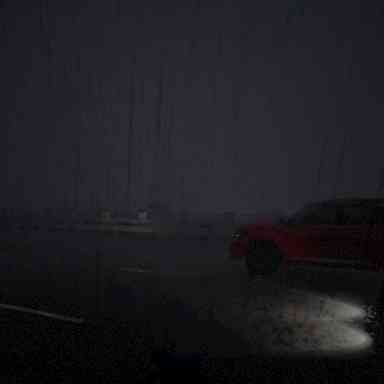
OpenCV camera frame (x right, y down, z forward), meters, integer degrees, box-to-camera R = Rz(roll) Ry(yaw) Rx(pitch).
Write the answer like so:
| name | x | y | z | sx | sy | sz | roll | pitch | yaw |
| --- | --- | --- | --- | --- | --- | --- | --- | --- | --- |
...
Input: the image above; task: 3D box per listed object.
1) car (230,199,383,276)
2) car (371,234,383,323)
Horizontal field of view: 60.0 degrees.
| name | x | y | z | sx | sy | sz | roll | pitch | yaw |
| --- | --- | --- | --- | --- | --- | --- | --- | --- | --- |
| car | 3.876 | 1.202 | 9.018 | 5.566 | 2.045 | 2.150 | 0 | 0 | 24 |
| car | 5.017 | 1.559 | 4.684 | 4.181 | 1.385 | 1.994 | 0 | 0 | 24 |
